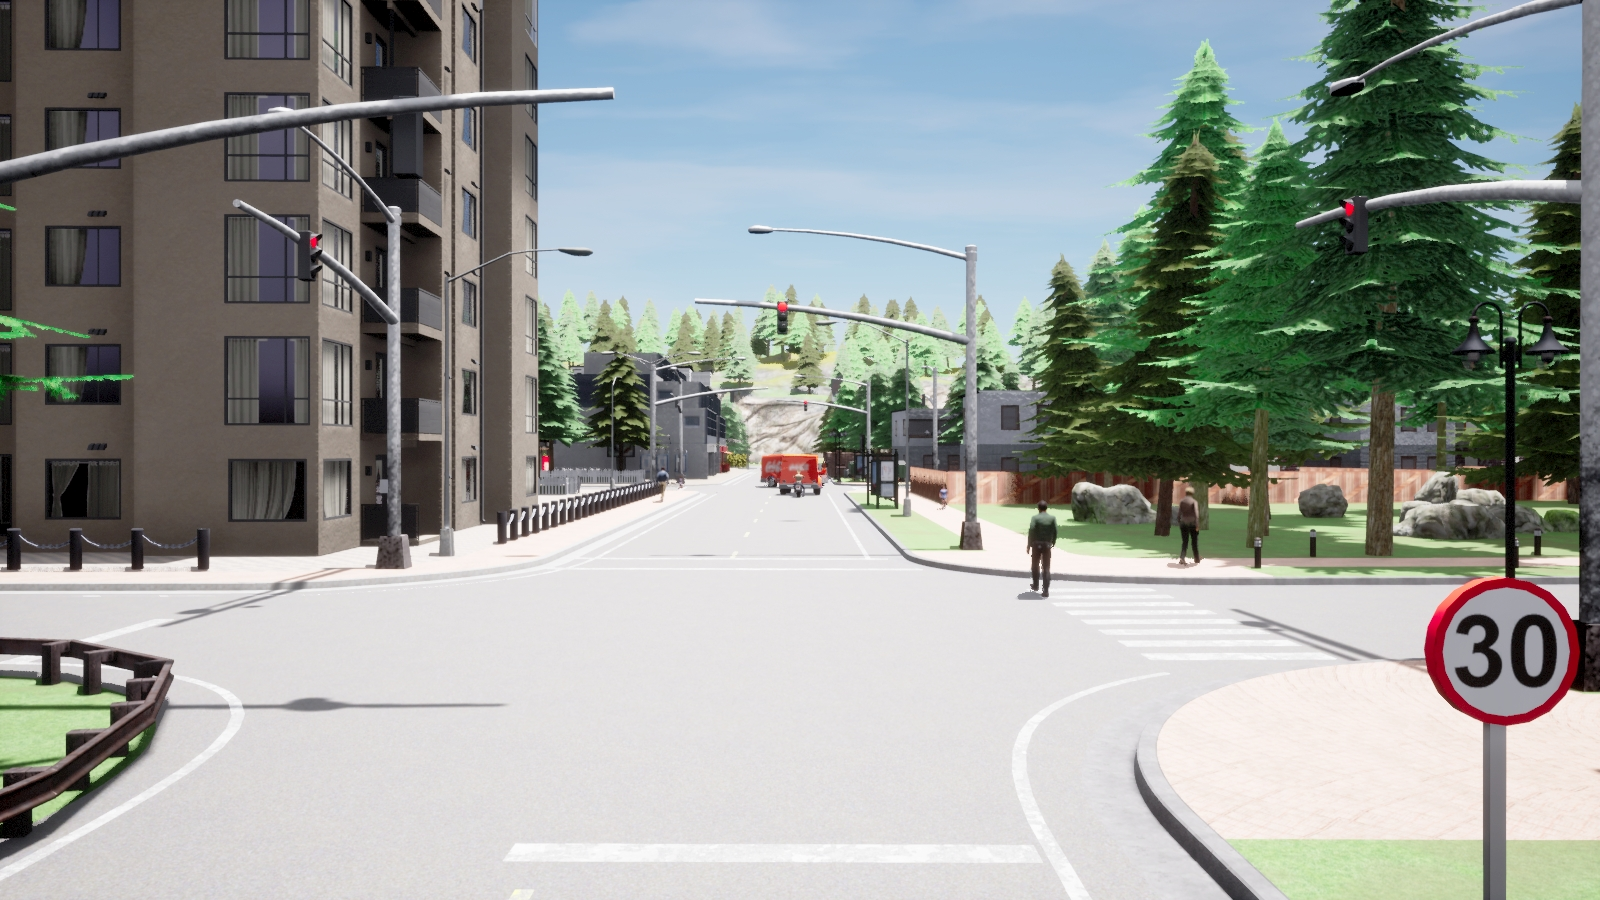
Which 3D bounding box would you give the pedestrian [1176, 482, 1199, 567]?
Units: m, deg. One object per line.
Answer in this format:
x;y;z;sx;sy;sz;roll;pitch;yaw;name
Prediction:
8.652;1.648;25.490;0.375;1.860;0.375;0;0;42;pedestrian

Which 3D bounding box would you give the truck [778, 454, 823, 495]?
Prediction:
0.071;1.506;71.518;2.627;2.467;5.204;0;0;3;truck

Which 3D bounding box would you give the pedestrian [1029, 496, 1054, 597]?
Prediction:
4.548;1.809;21.551;0.375;1.860;0.375;0;0;-2;pedestrian

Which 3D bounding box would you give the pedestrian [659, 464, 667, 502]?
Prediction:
-6.856;1.643;57.124;0.375;1.860;0.375;0;0;1;pedestrian

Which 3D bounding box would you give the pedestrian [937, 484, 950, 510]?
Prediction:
6.240;2.028;49.551;0.500;1.100;0.500;0;0;-1;pedestrian

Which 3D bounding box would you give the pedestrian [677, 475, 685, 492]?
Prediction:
-7.799;2.174;74.626;0.500;1.100;0.500;0;0;-8;pedestrian
